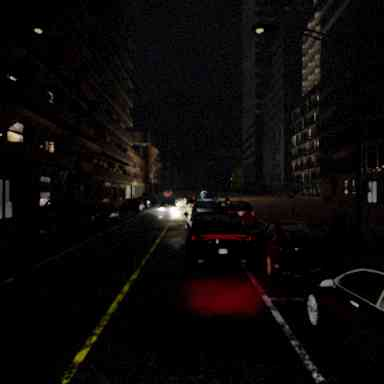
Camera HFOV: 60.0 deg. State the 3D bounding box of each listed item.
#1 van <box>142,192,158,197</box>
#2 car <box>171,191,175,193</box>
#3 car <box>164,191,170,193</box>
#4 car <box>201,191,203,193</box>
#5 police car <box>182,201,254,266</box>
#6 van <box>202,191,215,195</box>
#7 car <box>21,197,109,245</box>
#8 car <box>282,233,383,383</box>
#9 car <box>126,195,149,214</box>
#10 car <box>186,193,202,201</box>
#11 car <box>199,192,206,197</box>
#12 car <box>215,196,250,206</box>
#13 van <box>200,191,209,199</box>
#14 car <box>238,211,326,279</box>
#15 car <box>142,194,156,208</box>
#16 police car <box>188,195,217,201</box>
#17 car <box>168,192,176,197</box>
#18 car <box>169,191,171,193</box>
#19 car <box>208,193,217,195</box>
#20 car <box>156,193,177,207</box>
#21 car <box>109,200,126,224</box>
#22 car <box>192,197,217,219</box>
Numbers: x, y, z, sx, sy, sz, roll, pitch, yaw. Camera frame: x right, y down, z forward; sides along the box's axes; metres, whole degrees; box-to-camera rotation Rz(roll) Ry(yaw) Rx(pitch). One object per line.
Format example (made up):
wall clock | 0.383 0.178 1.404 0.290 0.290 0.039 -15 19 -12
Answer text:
van | -5.596 0.938 42.910 1.690 1.788 3.998 1 1 0
car | -5.533 0.606 76.326 2.192 1.841 5.009 1 1 0
car | -5.568 0.994 59.619 2.008 1.369 4.403 1 1 0
car | 2.812 1.028 59.603 1.802 1.307 4.206 1 1 0
police car | 0.705 1.318 11.264 1.930 1.638 5.238 0 1 -2
van | 2.795 0.889 48.463 1.690 1.788 3.998 1 1 0
car | -5.647 1.171 15.062 2.192 1.841 5.009 1 1 0
car | 2.708 1.513 3.910 2.008 1.369 4.403 1 1 0
car | -5.620 1.266 31.773 1.947 1.339 4.313 1 1 0
car | 0.101 1.155 47.658 1.895 1.301 4.718 0 0 0
car | 2.875 0.667 93.190 1.752 1.417 4.829 1 1 0
car | 2.741 1.246 20.616 1.967 1.590 4.097 1 1 0
van | 2.847 0.634 76.311 1.690 1.788 3.998 1 1 0
car | 2.719 1.461 9.478 2.008 1.369 4.403 1 1 0
car | -5.610 1.199 37.342 2.008 1.369 4.403 1 1 0
police car | 0.873 1.224 21.264 1.930 1.638 5.238 0 1 -1
car | -5.506 0.685 93.037 1.887 1.381 4.507 1 1 0
car | -5.557 0.919 65.020 1.752 1.417 4.829 1 1 0
car | 2.762 1.142 31.755 1.967 1.590 4.097 1 1 0
car | -2.993 1.206 42.167 1.895 1.301 4.718 0 1 0
car | -5.641 1.348 20.634 1.887 1.381 4.507 1 1 0
car | 0.950 1.249 27.167 1.837 1.490 4.892 0 1 0
